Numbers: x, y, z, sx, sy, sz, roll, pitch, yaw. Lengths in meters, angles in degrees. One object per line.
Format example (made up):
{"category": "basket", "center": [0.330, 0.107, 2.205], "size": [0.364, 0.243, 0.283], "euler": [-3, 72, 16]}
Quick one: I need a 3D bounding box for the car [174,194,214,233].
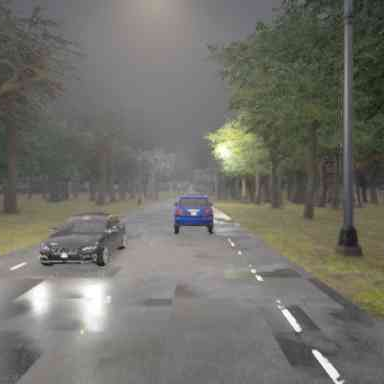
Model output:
{"category": "car", "center": [0.096, 1.212, 19.926], "size": [2.150, 2.045, 5.566], "euler": [0, 0, 0]}

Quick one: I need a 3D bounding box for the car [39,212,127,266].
{"category": "car", "center": [-3.502, 1.501, 11.544], "size": [1.837, 1.490, 4.892], "euler": [0, 0, 0]}

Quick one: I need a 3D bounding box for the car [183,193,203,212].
{"category": "car", "center": [0.092, 1.200, 38.871], "size": [2.150, 2.045, 5.566], "euler": [0, 0, 0]}
